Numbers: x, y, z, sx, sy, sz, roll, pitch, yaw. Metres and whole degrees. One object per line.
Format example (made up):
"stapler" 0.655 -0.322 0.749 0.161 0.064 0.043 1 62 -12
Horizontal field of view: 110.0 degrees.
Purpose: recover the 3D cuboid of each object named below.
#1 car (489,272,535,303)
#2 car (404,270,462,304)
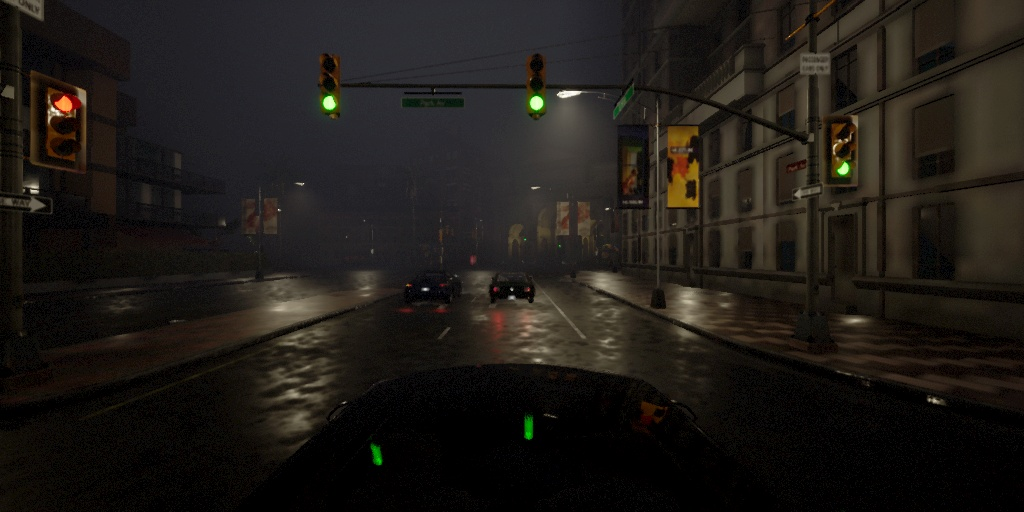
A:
"car" 0.000 1.364 16.530 1.895 1.301 4.718 0 0 0
"car" -3.500 1.320 16.500 1.994 1.385 4.181 0 0 0
